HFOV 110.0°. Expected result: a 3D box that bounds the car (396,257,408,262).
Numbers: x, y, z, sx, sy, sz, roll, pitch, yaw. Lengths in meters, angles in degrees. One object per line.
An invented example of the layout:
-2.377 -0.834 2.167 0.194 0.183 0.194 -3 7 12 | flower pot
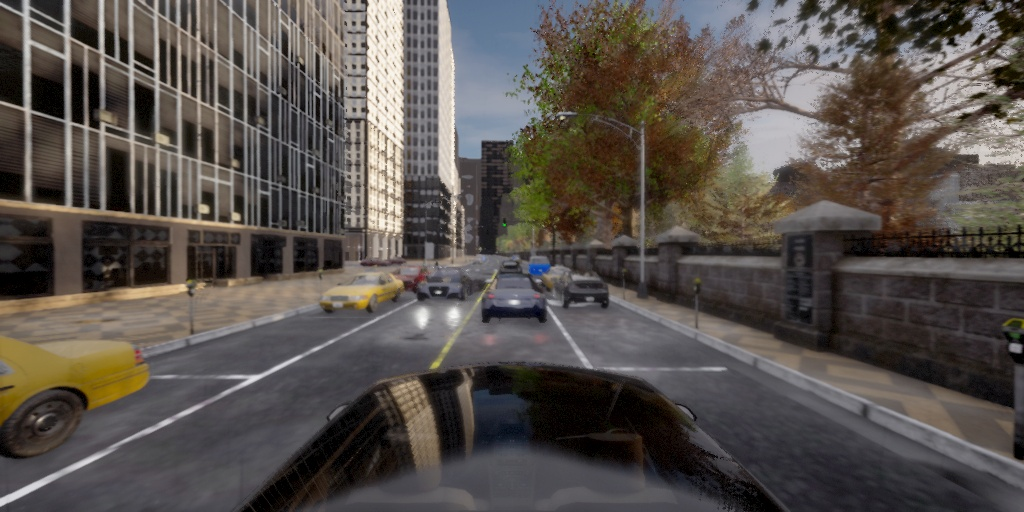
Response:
-18.761 0.842 57.465 4.207 1.307 1.802 0 0 3 | car

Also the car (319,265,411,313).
-5.498 1.215 13.712 1.751 1.417 4.829 0 0 0 | car

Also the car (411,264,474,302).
-2.912 1.241 16.227 1.994 1.385 4.181 0 0 0 | car

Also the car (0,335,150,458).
-5.460 1.271 2.420 1.751 1.417 4.829 0 0 0 | car

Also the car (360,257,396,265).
-18.690 0.906 49.352 4.207 1.307 1.802 0 0 3 | car

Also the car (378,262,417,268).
-5.543 1.206 19.525 1.888 1.381 4.507 0 0 0 | car

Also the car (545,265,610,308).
2.667 1.237 14.483 2.007 1.370 4.403 0 0 0 | car

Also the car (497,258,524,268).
-0.102 1.118 28.733 1.837 1.490 4.892 0 0 -1 | car

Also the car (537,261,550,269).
2.621 1.183 20.277 1.751 1.417 4.829 0 0 -1 | car

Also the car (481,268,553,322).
0.060 1.263 12.080 1.994 1.385 4.181 0 0 0 | car

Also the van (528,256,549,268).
2.336 0.940 31.354 1.690 1.789 3.998 0 0 -1 | van
